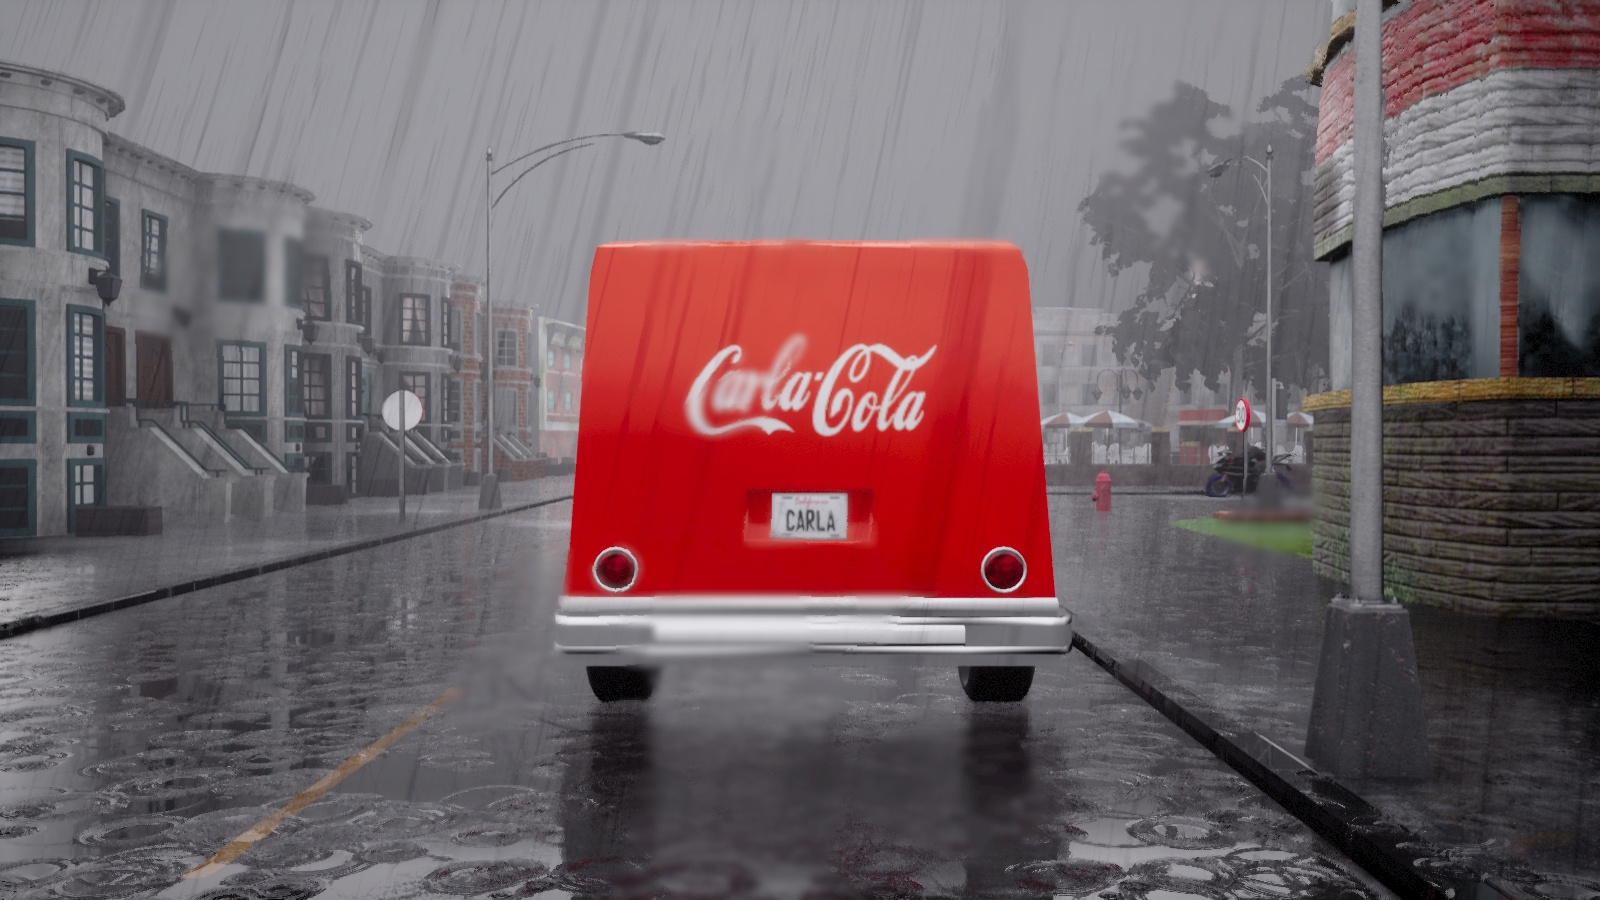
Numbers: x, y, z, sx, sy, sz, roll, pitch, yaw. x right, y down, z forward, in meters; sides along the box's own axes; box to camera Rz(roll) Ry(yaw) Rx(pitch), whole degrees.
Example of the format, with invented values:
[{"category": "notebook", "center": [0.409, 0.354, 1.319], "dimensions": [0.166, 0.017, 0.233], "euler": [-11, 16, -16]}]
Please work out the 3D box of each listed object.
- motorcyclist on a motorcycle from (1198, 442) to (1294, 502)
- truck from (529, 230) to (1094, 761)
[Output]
[{"category": "motorcyclist on a motorcycle", "center": [11.534, 0.563, 32.516], "dimensions": [2.191, 1.530, 0.866], "euler": [0, 0, 0]}, {"category": "truck", "center": [0.065, 0.198, 8.446], "dimensions": [2.627, 2.467, 5.204], "euler": [0, 0, 0]}]
